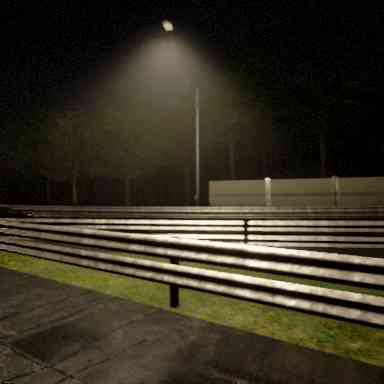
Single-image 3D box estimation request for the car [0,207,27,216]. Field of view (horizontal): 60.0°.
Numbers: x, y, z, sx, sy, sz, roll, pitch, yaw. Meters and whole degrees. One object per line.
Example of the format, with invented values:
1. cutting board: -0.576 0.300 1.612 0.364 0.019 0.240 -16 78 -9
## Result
1. car: -12.509 1.658 20.404 4.892 1.490 1.837 0 0 11
